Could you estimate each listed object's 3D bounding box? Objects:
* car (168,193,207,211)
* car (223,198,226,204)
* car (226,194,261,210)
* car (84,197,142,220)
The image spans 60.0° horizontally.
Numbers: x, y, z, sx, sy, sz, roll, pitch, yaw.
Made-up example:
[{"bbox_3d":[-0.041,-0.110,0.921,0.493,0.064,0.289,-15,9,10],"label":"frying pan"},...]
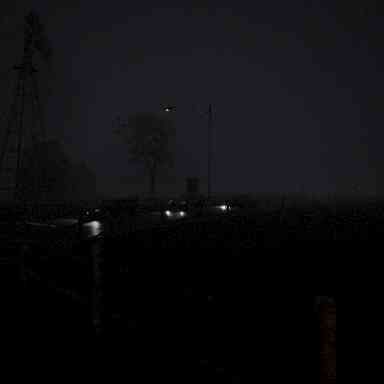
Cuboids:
[{"bbox_3d":[-0.383,0.925,33.629,2.097,1.767,4.553,1,2,35],"label":"car"},{"bbox_3d":[5.583,1.001,42.034,1.994,1.385,4.181,1,2,36],"label":"car"},{"bbox_3d":[5.830,1.133,36.012,1.994,1.385,4.181,1,2,35],"label":"car"},{"bbox_3d":[-6.023,1.206,25.676,1.837,1.490,4.892,1,2,35],"label":"car"}]
